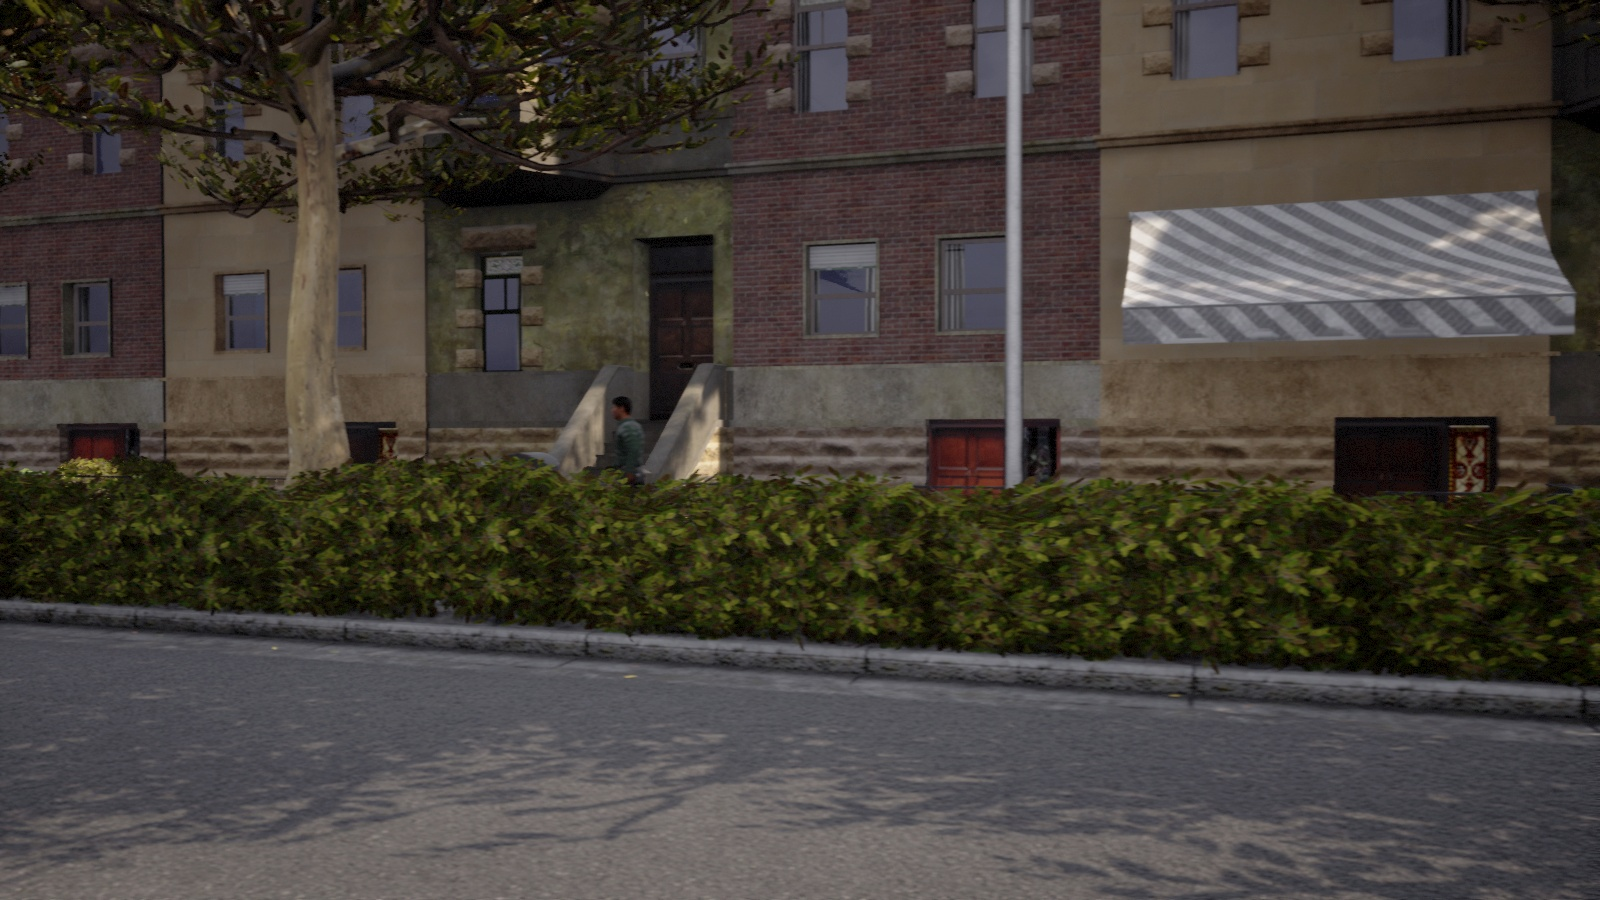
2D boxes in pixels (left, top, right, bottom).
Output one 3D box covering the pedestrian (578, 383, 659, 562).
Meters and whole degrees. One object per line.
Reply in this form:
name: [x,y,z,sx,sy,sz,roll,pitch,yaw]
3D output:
pedestrian: [-2.015,0.240,13.956,0.788,1.949,0.423,0,1,11]
